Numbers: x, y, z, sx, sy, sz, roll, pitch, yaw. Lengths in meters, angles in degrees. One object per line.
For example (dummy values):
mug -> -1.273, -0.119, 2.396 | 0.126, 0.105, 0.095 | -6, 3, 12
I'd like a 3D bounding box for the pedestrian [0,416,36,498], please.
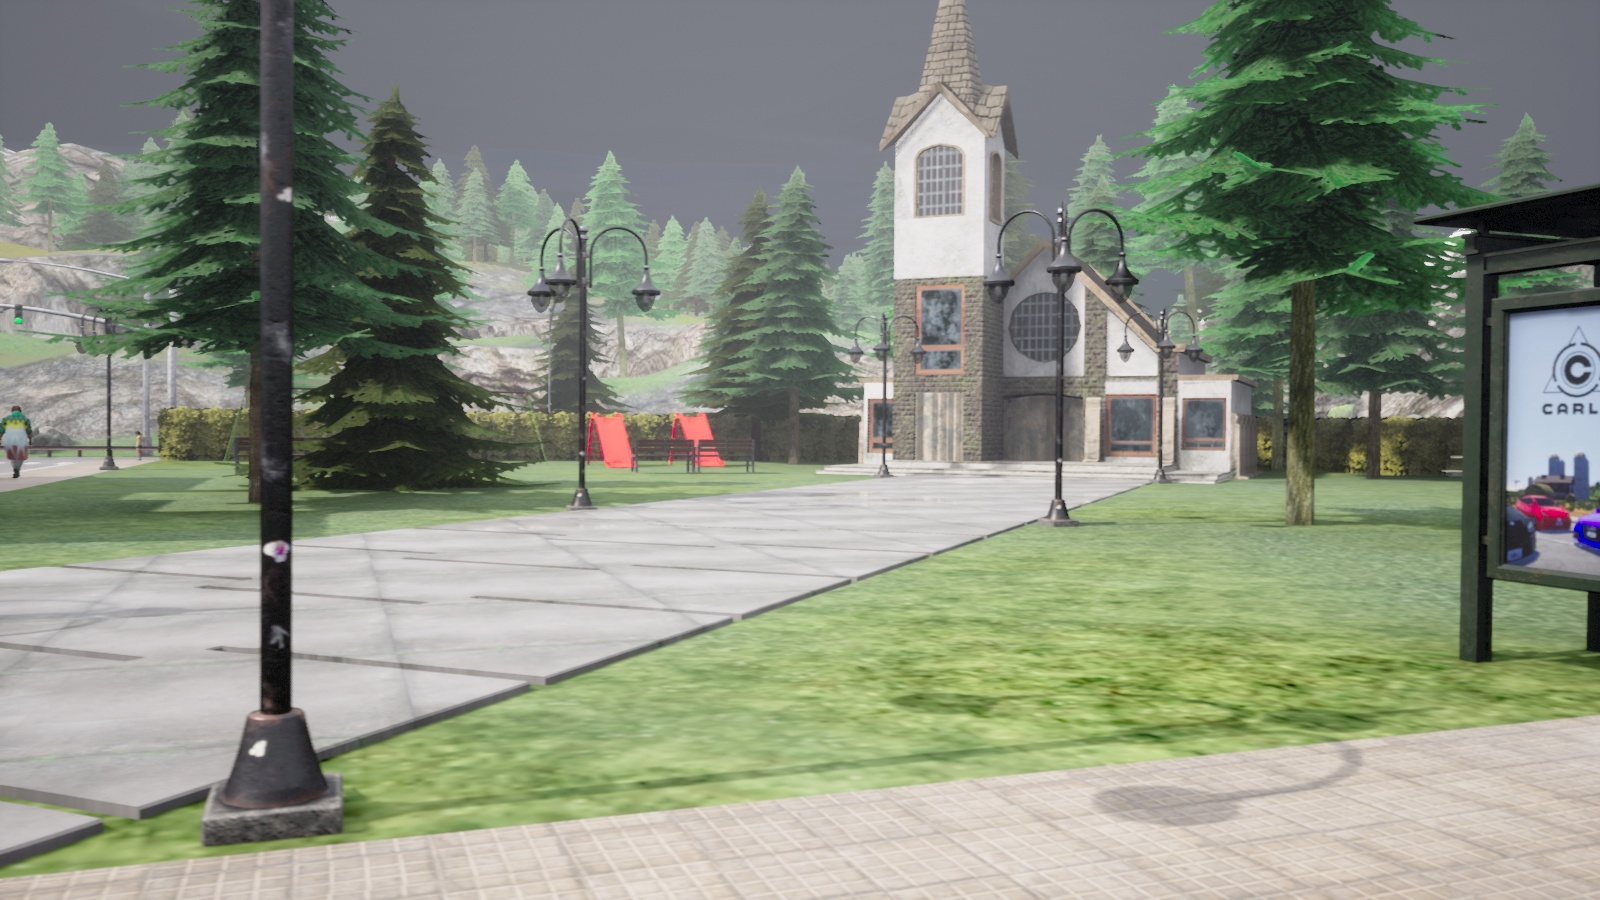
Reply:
pedestrian -> -19.168, 0.164, 30.710 | 0.659, 1.952, 0.873 | -1, 1, -22
